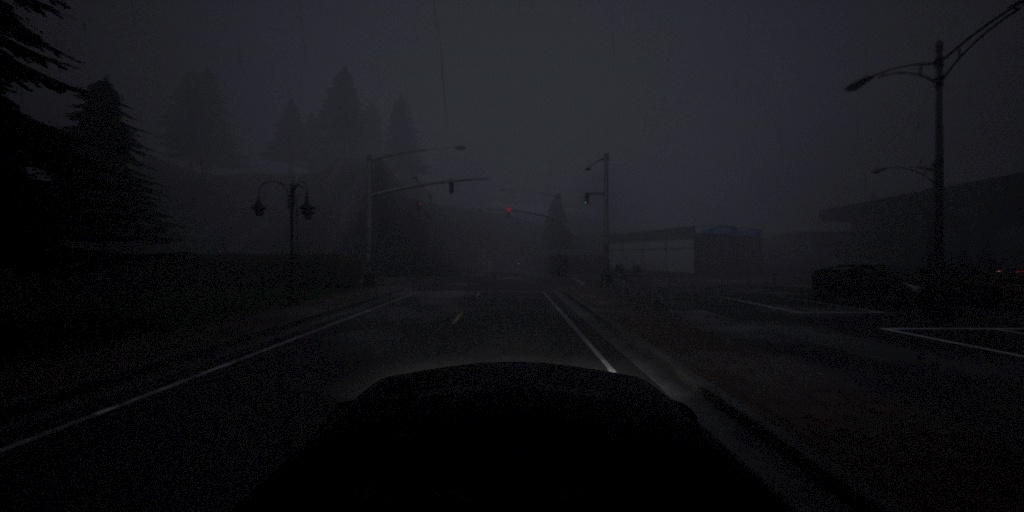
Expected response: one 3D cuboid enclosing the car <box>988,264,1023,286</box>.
[{"bbox_3d":[39.135,1.324,26.660,4.674,1.442,1.812,1,0,1],"label":"car"}]
